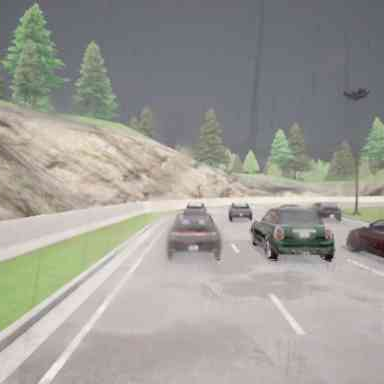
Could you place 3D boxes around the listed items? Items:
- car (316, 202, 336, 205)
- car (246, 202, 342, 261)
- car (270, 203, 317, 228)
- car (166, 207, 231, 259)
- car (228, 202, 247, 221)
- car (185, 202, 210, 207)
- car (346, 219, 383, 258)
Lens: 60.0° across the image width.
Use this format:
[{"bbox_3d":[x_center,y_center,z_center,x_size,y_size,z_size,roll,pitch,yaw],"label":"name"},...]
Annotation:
[{"bbox_3d":[11.066,1.590,27.993,1.837,1.490,4.892,0,0,7],"label":"car"},{"bbox_3d":[3.572,1.389,12.647,2.097,1.767,4.553,0,0,0],"label":"car"},{"bbox_3d":[7.201,1.620,24.256,2.033,1.411,5.357,0,0,3],"label":"car"},{"bbox_3d":[0.073,1.529,12.693,2.128,1.511,4.902,0,0,0],"label":"car"},{"bbox_3d":[4.054,1.576,27.967,2.128,1.511,4.902,0,0,6],"label":"car"},{"bbox_3d":[0.415,1.576,27.963,2.128,1.511,4.902,0,0,5],"label":"car"},{"bbox_3d":[7.065,1.596,11.437,1.994,1.385,4.181,0,0,0],"label":"car"}]
